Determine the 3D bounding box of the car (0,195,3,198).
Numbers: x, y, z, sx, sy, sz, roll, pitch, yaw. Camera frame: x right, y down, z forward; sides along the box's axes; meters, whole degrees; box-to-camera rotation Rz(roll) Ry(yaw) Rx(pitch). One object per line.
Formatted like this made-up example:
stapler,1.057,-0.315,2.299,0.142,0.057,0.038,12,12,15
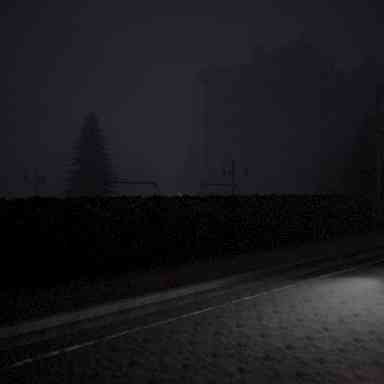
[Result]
car,-40.312,1.374,67.393,3.633,1.501,1.845,0,0,-38

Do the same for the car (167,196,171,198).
car,-4.684,1.337,50.366,2.097,1.767,4.553,0,0,-38
